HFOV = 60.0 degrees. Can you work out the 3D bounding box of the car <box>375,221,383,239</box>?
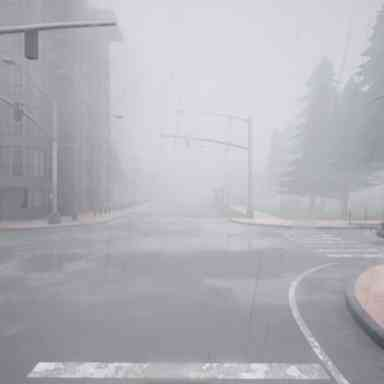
[{"bbox_3d":[10.434,1.520,13.455,5.357,1.411,2.033,0,0,-1],"label":"car"}]
